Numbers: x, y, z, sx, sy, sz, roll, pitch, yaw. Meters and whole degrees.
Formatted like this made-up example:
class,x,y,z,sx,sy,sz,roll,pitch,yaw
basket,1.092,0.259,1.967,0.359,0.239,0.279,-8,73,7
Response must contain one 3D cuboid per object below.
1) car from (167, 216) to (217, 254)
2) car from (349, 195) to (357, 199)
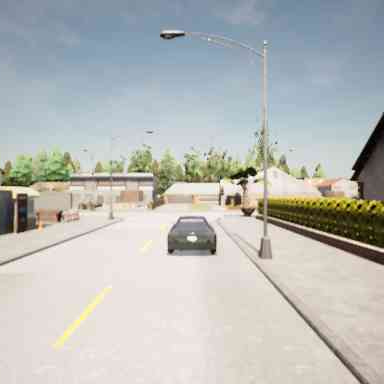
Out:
class,x,y,z,sx,sy,sz,roll,pitch,yaw
car,0.002,1.696,14.255,1.994,1.385,4.181,0,0,0
car,37.992,1.688,77.599,1.905,1.878,3.866,0,-1,0
